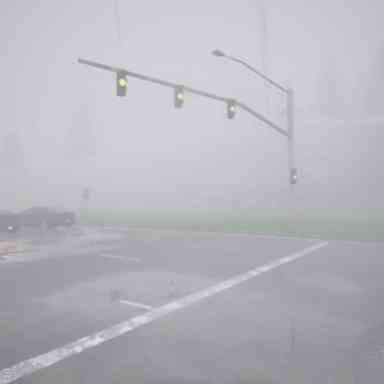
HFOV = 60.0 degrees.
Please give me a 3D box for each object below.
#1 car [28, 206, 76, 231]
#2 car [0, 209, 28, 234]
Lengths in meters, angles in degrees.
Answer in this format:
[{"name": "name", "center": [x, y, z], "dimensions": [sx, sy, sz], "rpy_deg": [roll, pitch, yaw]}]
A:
[{"name": "car", "center": [-9.961, 1.659, 22.013], "dimensions": [5.008, 1.535, 1.882], "rpy_deg": [0, 0, 27]}, {"name": "car", "center": [-12.011, 1.700, 19.136], "dimensions": [4.892, 1.490, 1.837], "rpy_deg": [0, 0, 27]}]
